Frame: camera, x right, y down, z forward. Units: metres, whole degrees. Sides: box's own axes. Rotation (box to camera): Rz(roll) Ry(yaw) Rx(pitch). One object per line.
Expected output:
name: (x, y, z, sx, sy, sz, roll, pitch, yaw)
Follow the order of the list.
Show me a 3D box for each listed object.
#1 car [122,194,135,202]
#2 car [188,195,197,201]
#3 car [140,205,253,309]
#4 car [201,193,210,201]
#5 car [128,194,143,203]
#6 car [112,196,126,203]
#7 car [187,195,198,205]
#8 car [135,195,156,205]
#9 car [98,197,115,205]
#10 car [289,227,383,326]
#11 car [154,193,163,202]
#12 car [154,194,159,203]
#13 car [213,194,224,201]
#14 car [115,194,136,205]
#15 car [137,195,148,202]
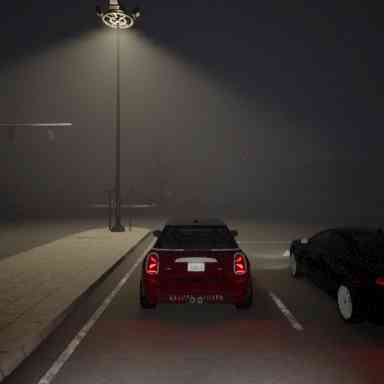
car: (-14.858, 1.352, 78.003, 2.097, 1.767, 4.553, 0, 0, 0)
car: (0.156, 1.513, 85.525, 2.128, 1.511, 4.902, 0, 0, 0)
car: (0.081, 1.352, 8.031, 2.097, 1.767, 4.553, 0, 0, 0)
car: (3.657, 1.542, 85.935, 1.994, 1.385, 4.181, 0, 0, 0)
car: (-11.395, 1.349, 67.161, 2.097, 1.767, 4.553, 0, 0, 1)
car: (-14.876, 1.561, 68.014, 1.994, 1.385, 4.181, 0, 0, 0)
car: (0.100, 1.475, 54.915, 1.882, 1.535, 5.008, 0, 0, 0)
car: (-7.973, 1.561, 57.311, 1.994, 1.385, 4.181, 0, 0, 0)
car: (-14.963, 1.561, 58.318, 1.994, 1.385, 4.181, 0, 0, 0)
car: (3.577, 1.477, 7.156, 1.882, 1.535, 5.008, 0, 0, 0)
car: (-7.860, 1.222, 76.636, 2.150, 2.045, 5.566, 0, 0, 0)
car: (-7.908, 1.598, 66.065, 1.895, 1.301, 4.718, 0, 0, 1)
car: (7.157, 1.345, 85.899, 2.097, 1.767, 4.553, 0, 0, 0)
car: (-11.465, 1.475, 58.125, 1.882, 1.535, 5.008, 0, 0, 0)
car: (-11.359, 1.521, 77.080, 1.812, 1.442, 4.674, 0, 0, 0)
